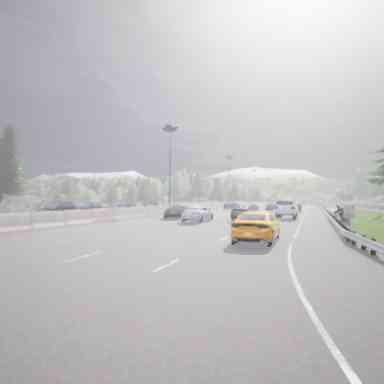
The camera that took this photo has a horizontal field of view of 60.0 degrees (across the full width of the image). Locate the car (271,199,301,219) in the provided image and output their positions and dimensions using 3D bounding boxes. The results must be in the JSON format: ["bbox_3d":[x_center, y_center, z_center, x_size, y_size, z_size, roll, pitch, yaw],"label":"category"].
[{"bbox_3d":[10.140,1.792,35.690,2.150,2.045,5.566,0,-1,20],"label":"car"}]

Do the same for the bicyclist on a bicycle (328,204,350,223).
[{"bbox_3d":[13.251,1.966,30.057,1.656,1.620,0.582,1,-3,41],"label":"bicyclist on a bicycle"}]

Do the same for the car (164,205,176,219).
[{"bbox_3d":[-1.361,2.058,34.771,1.994,1.385,4.181,0,-1,20],"label":"car"}]

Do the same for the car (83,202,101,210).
[{"bbox_3d":[-13.443,2.084,43.098,1.812,1.442,4.674,0,-1,20],"label":"car"}]

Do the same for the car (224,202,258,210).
[{"bbox_3d":[4.961,1.971,31.669,2.128,1.511,4.902,0,-1,20],"label":"car"}]

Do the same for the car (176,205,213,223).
[{"bbox_3d":[0.506,1.952,29.644,1.812,1.442,4.674,0,-1,20],"label":"car"}]

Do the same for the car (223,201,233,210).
[{"bbox_3d":[6.742,2.354,57.030,1.882,1.535,5.008,0,-1,20],"label":"car"}]

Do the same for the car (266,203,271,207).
[{"bbox_3d":[13.133,2.429,54.120,1.994,1.385,4.181,0,-1,20],"label":"car"}]

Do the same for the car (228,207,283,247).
[{"bbox_3d":[3.271,1.721,16.712,1.882,1.535,5.008,0,-1,20],"label":"car"}]

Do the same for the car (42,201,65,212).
[{"bbox_3d":[-17.156,1.891,43.122,2.097,1.767,4.553,0,-1,20],"label":"car"}]

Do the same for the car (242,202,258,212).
[{"bbox_3d":[9.592,2.418,54.626,1.994,1.385,4.181,0,-1,20],"label":"car"}]

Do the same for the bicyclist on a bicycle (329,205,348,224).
[{"bbox_3d":[12.912,1.952,29.124,1.656,1.620,0.582,2,0,13],"label":"bicyclist on a bicycle"}]
